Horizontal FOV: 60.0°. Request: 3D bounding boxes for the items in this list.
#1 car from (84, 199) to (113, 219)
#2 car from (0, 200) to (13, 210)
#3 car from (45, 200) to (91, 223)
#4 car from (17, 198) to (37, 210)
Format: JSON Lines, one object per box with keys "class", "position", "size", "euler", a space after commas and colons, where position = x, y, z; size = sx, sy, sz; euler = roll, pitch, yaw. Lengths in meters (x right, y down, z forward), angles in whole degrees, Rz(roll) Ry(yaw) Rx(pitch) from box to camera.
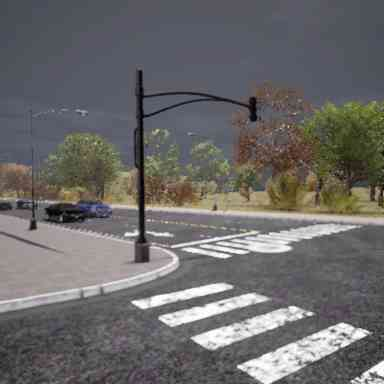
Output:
{"class": "car", "position": [-9.183, 1.463, 30.813], "size": [2.097, 1.767, 4.553], "euler": [-1, 1, -42]}
{"class": "car", "position": [-25.618, 1.798, 44.820], "size": [1.994, 1.385, 4.181], "euler": [-1, 1, -40]}
{"class": "car", "position": [-10.503, 1.645, 27.411], "size": [1.882, 1.535, 5.008], "euler": [-1, 1, -42]}
{"class": "car", "position": [-23.590, 1.666, 47.450], "size": [2.128, 1.511, 4.902], "euler": [-1, 1, -40]}
